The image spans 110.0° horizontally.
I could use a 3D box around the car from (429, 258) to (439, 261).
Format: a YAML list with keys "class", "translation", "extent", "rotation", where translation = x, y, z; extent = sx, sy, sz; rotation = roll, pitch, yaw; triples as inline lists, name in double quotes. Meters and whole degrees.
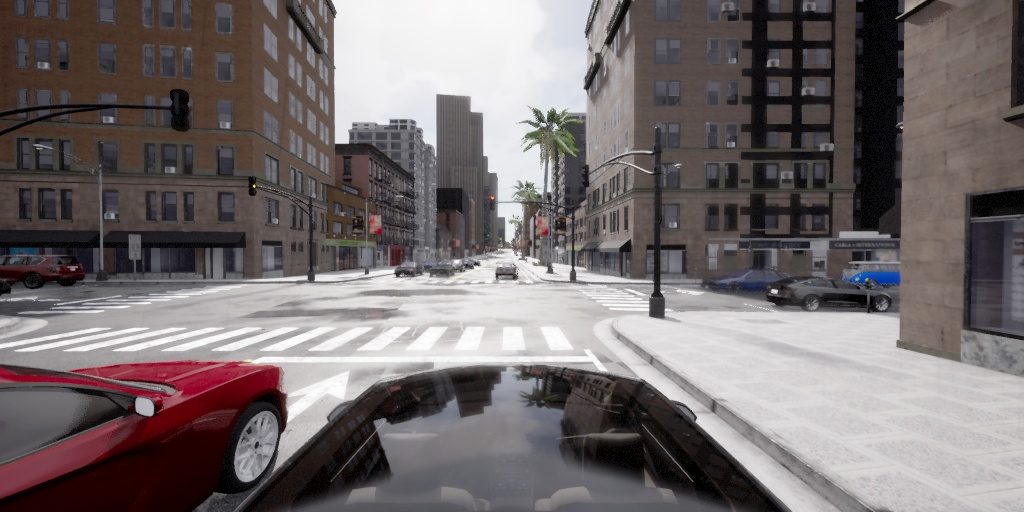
- class: "car"
  translation: [-10.151, 1.090, 45.226]
  extent: [2.097, 1.767, 4.553]
  rotation: [0, 0, 0]

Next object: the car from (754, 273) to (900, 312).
- class: "car"
  translation: [12.869, 1.514, 14.747]
  extent: [4.313, 1.339, 1.948]
  rotation: [0, 0, 0]

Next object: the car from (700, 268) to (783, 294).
- class: "car"
  translation: [13.923, 1.417, 20.695]
  extent: [5.357, 1.411, 2.033]
  rotation: [0, 1, 0]

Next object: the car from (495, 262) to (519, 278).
- class: "car"
  translation: [-0.437, 1.290, 33.246]
  extent: [2.033, 1.411, 5.357]
  rotation: [0, 0, 4]

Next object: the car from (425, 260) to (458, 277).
- class: "car"
  translation: [-6.832, 1.343, 35.367]
  extent: [1.895, 1.301, 4.718]
  rotation: [0, 0, 0]

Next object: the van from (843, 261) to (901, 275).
- class: "van"
  translation: [23.850, 1.251, 23.288]
  extent: [3.998, 1.789, 1.690]
  rotation: [0, 0, 0]

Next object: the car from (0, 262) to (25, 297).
- class: "car"
  translation: [-24.028, 1.126, 14.627]
  extent: [4.892, 1.490, 1.837]
  rotation: [1, 1, -9]

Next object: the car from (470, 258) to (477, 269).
- class: "car"
  translation: [-6.955, 1.082, 54.234]
  extent: [2.097, 1.767, 4.553]
  rotation: [0, 0, 0]

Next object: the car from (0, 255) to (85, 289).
- class: "car"
  translation: [-27.271, 0.836, 19.962]
  extent: [5.009, 1.841, 2.192]
  rotation: [0, 0, -9]

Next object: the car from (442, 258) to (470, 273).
- class: "car"
  translation: [-6.894, 1.230, 44.566]
  extent: [2.128, 1.511, 4.902]
  rotation: [0, 0, 0]

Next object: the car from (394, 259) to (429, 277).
- class: "car"
  translation: [-10.085, 1.290, 35.695]
  extent: [2.033, 1.411, 5.357]
  rotation: [0, 0, -1]

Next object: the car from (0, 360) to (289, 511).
- class: "car"
  translation: [-3.144, 1.228, 1.516]
  extent: [1.882, 1.535, 5.008]
  rotation: [0, 0, 1]
